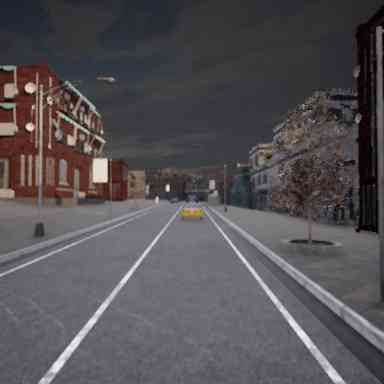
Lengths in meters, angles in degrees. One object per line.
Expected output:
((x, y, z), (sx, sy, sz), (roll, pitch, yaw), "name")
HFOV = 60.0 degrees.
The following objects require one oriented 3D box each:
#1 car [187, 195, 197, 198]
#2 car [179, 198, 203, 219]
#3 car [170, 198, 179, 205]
((0.020, 1.574, 61.210), (2.150, 2.045, 5.566), (0, -1, 0), "car")
((0.022, 1.618, 30.257), (1.801, 1.575, 5.366), (0, 0, 0), "car")
((-3.514, 1.874, 69.703), (2.033, 1.411, 5.357), (0, 0, 0), "car")
